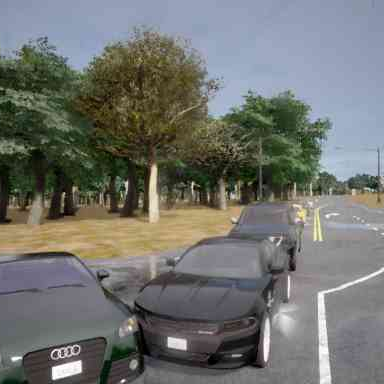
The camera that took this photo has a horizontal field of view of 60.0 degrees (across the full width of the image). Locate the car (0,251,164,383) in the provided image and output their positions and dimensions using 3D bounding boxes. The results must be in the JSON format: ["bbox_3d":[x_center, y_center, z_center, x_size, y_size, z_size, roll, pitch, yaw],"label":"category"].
[{"bbox_3d":[-2.317,1.643,4.986,1.994,1.385,4.181,1,-2,-33],"label":"car"}]

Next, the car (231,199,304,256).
[{"bbox_3d":[2.840,1.460,12.431,2.150,2.045,5.566,-2,0,20],"label":"car"}]

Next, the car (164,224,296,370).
[{"bbox_3d":[0.727,1.613,6.288,1.882,1.535,5.008,-1,-2,21],"label":"car"}]

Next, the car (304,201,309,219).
[{"bbox_3d":[7.200,1.664,24.095,1.882,1.535,5.008,-1,0,20],"label":"car"}]

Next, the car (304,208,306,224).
[{"bbox_3d":[5.059,1.775,18.338,1.895,1.301,4.718,-1,0,21],"label":"car"}]

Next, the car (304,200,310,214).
[{"bbox_3d":[9.252,1.725,29.602,1.812,1.442,4.674,-1,0,20],"label":"car"}]

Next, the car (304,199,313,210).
[{"bbox_3d":[11.272,1.563,34.979,2.097,1.767,4.553,-1,0,21],"label":"car"}]

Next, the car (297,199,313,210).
[{"bbox_3d":[16.103,1.757,47.266,1.812,1.442,4.674,-1,0,24],"label":"car"}]
